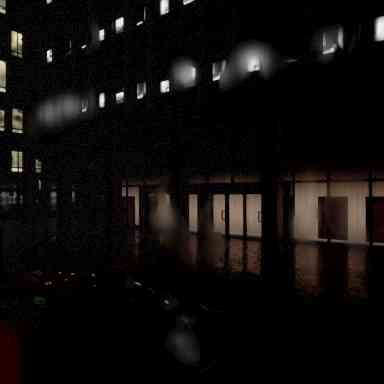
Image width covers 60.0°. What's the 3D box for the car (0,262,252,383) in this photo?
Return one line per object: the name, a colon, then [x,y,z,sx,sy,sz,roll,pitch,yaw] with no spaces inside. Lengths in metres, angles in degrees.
car: [-1.523,1.545,3.985,4.507,1.381,1.887,0,0,36]
